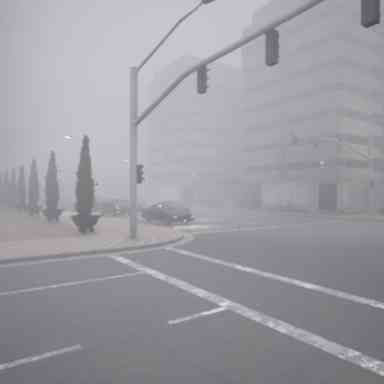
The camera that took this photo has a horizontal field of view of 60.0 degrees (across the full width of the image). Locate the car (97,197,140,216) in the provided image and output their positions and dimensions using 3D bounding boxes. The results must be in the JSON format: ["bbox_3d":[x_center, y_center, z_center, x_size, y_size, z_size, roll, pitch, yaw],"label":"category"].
[{"bbox_3d":[-7.311,1.407,32.799,2.097,1.767,4.553,0,0,-35],"label":"car"}]

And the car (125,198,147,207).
[{"bbox_3d":[-9.213,1.665,54.191,1.994,1.385,4.181,0,0,-34],"label":"car"}]

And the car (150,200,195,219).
[{"bbox_3d":[-1.933,1.547,31.209,1.882,1.535,5.008,0,0,-35],"label":"car"}]

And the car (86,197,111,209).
[{"bbox_3d":[-13.423,1.548,47.695,1.882,1.535,5.008,0,0,-35],"label":"car"}]

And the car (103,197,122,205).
[{"bbox_3d":[-14.872,1.702,62.356,1.895,1.301,4.718,0,0,-34],"label":"car"}]

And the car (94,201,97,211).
[{"bbox_3d":[-12.942,1.656,40.866,1.895,1.301,4.718,0,0,-35],"label":"car"}]

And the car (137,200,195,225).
[{"bbox_3d":[-1.951,1.602,25.082,2.033,1.411,5.357,0,0,-34],"label":"car"}]
